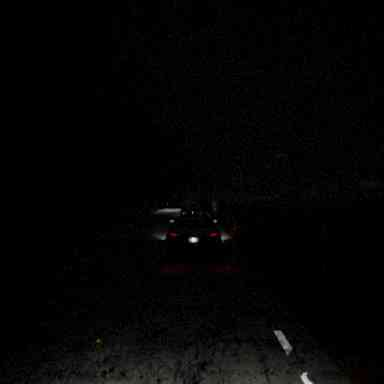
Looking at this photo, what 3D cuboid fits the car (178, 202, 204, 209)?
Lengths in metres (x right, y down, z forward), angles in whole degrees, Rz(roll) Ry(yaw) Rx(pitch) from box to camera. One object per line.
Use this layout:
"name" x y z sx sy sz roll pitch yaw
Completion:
"car" 0.063 1.645 27.603 1.895 1.301 4.718 0 0 0

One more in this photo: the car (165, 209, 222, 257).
"car" 0.063 1.550 12.905 1.994 1.385 4.181 0 0 0

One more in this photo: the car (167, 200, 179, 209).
"car" -2.831 1.902 50.831 1.895 1.301 4.718 0 -1 0
